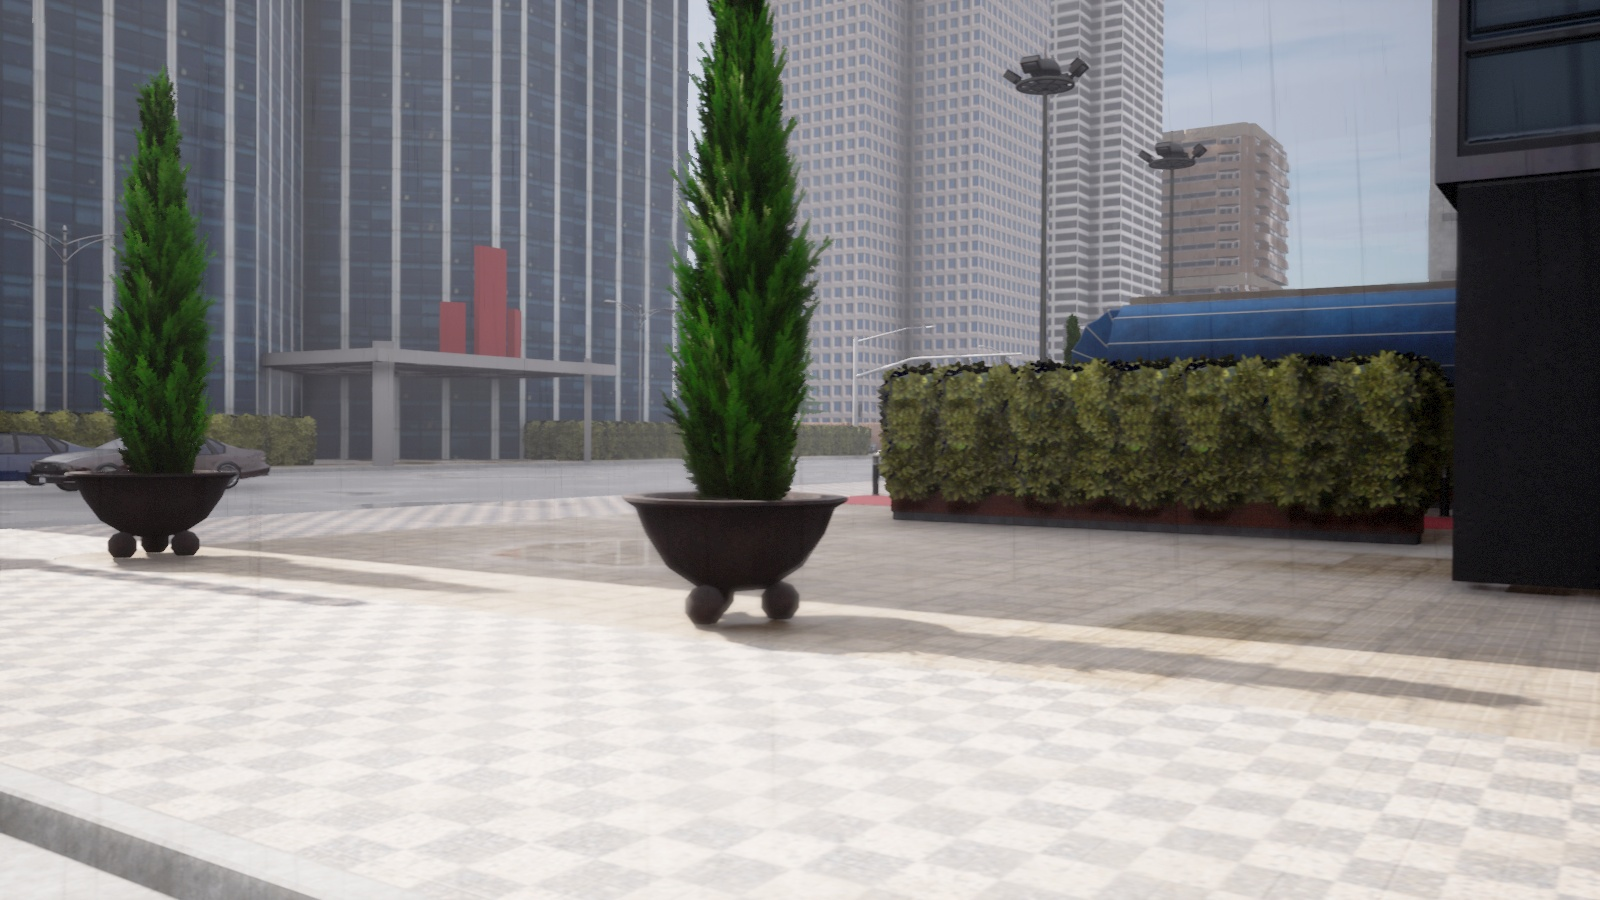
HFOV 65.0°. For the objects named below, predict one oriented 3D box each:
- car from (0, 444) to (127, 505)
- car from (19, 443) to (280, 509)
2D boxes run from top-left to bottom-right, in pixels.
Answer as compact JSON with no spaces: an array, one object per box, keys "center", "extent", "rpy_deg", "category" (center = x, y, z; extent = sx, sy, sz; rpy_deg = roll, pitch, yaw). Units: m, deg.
[{"center":[-19.837,0.608,31.005],"extent":[2.033,1.411,5.357],"rpy_deg":[0,1,33],"category":"car"},{"center":[-15.782,0.566,30.820],"extent":[2.033,1.411,5.357],"rpy_deg":[0,1,33],"category":"car"}]
